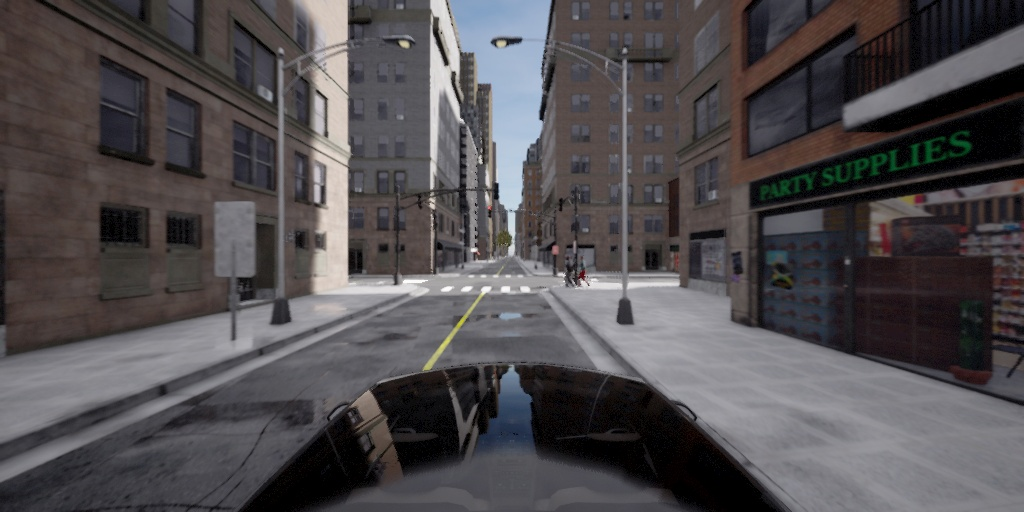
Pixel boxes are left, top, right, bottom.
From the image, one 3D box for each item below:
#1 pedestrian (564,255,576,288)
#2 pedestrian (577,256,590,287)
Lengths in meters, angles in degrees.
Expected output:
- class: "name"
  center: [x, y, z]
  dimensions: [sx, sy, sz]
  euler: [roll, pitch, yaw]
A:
- class: "pedestrian"
  center: [3.164, 0.817, 19.368]
  dimensions: [0.375, 1.860, 0.375]
  euler: [0, 0, 0]
- class: "pedestrian"
  center: [3.981, 0.814, 19.968]
  dimensions: [0.375, 1.860, 0.375]
  euler: [0, 0, 0]
